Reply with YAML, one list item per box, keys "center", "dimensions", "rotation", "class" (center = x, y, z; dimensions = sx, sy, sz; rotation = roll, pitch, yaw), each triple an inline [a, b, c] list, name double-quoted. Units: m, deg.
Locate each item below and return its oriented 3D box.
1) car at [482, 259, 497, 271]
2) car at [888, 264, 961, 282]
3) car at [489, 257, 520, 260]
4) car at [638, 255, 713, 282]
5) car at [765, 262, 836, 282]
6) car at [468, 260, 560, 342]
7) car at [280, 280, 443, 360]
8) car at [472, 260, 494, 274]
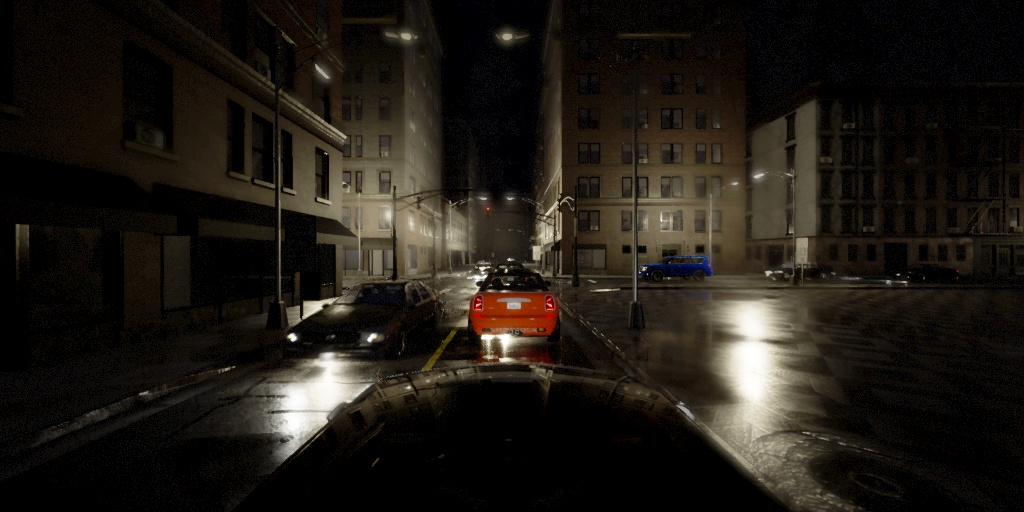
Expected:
- center: [-3.241, 1.252, 51.503]
  dimensions: [1.837, 1.490, 4.892]
  rotation: [0, 0, 0]
  class: "car"
- center: [33.037, 1.319, 28.807]
  dimensions: [4.181, 1.385, 1.994]
  rotation: [0, 0, 0]
  class: "car"
- center: [-0.183, 1.101, 18.861]
  dimensions: [2.097, 1.767, 4.553]
  rotation: [0, 0, -3]
  class: "car"
- center: [12.961, 0.974, 28.621]
  dimensions: [5.566, 2.045, 2.150]
  rotation: [0, 0, -1]
  class: "car"
- center: [22.982, 1.246, 28.725]
  dimensions: [4.902, 1.511, 2.128]
  rotation: [0, 0, -1]
  class: "car"
- center: [0.048, 1.102, 9.941]
  dimensions: [2.097, 1.767, 4.553]
  rotation: [0, 0, 0]
  class: "car"
- center: [-3.028, 1.297, 8.681]
  dimensions: [2.033, 1.411, 5.357]
  rotation: [0, 0, 1]
  class: "car"
- center: [-3.224, 1.239, 41.255]
  dimensions: [2.128, 1.511, 4.902]
  rotation: [0, 0, 0]
  class: "car"
